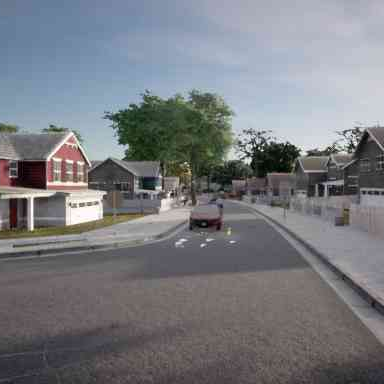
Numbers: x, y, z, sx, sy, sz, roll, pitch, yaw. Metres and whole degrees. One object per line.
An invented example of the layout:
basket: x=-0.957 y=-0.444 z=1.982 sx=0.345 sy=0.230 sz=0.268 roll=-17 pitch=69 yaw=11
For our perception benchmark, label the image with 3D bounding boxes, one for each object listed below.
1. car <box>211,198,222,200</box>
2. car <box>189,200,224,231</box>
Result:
car: x=3.419 y=1.563 z=46.345 sx=1.882 sy=1.535 sz=5.008 roll=0 pitch=0 yaw=4
car: x=0.964 y=1.509 z=20.956 sx=1.882 sy=1.535 sz=5.008 roll=0 pitch=0 yaw=7
